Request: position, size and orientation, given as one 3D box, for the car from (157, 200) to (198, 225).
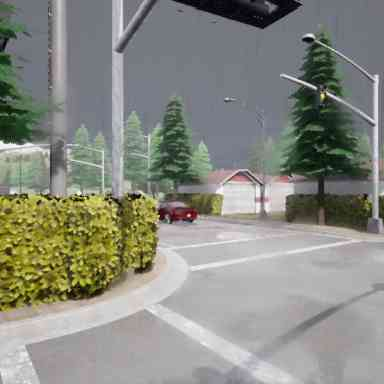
[{"bbox_3d":[-1.630,1.307,23.009,1.882,1.535,5.008,-1,1,-36],"label":"car"}]
